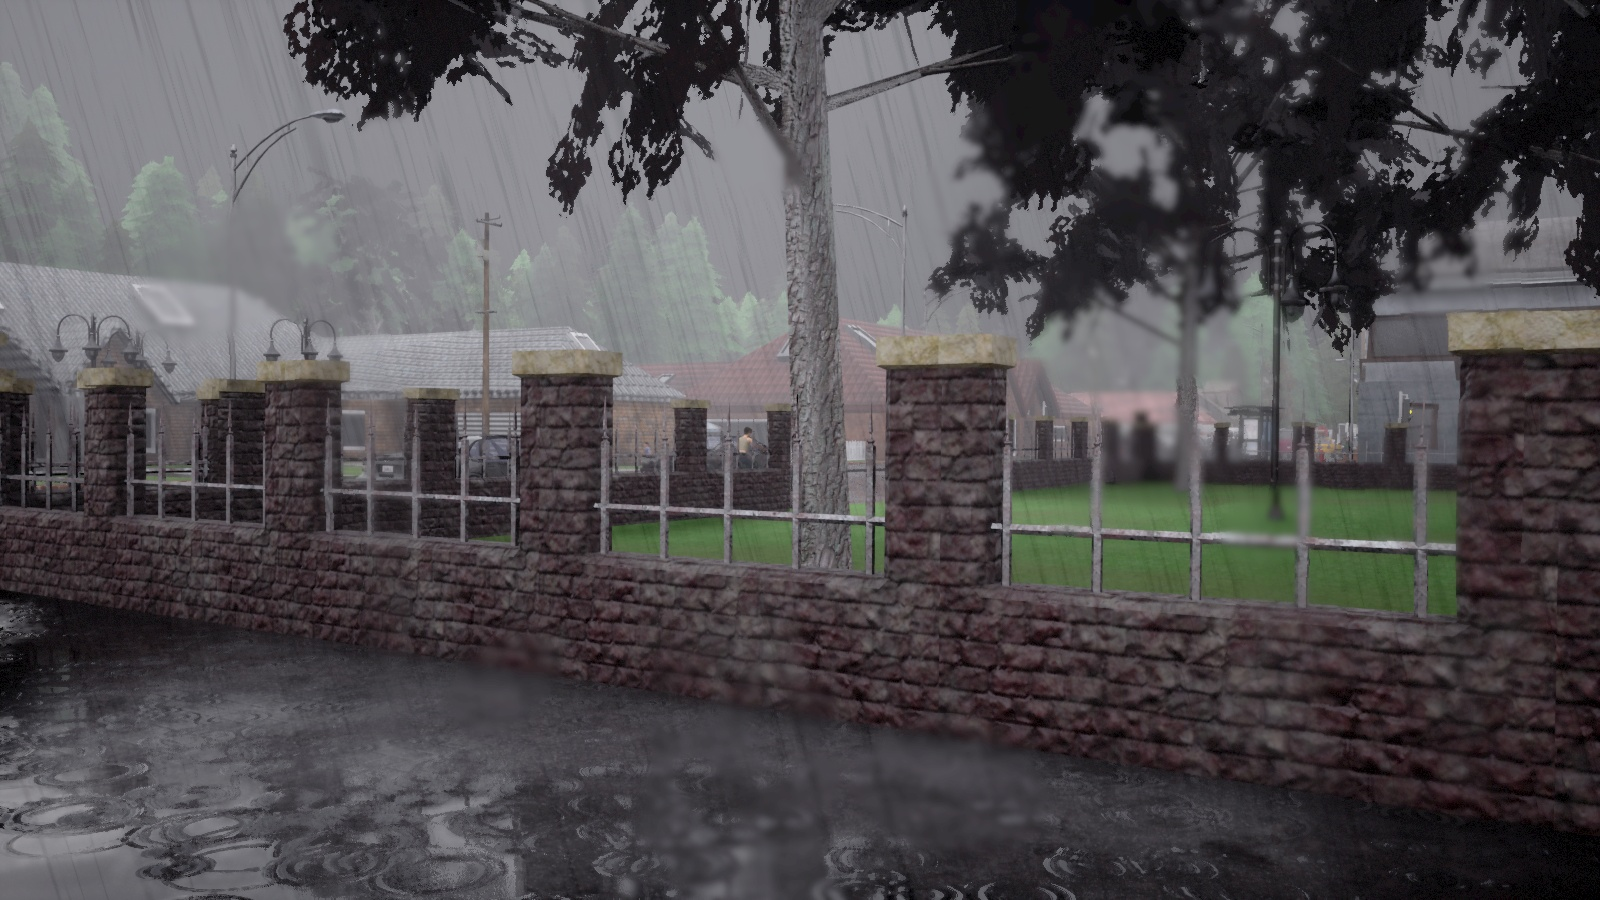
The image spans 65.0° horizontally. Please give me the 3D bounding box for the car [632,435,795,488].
[{"bbox_3d":[-2.476,0.289,37.532,2.033,1.411,5.357,0,1,33],"label":"car"}]

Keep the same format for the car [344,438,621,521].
[{"bbox_3d":[-6.040,0.496,24.689,2.033,1.411,5.357,0,1,32],"label":"car"}]

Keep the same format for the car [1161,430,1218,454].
[{"bbox_3d":[24.409,-0.515,78.576,2.033,1.411,5.357,0,1,33],"label":"car"}]

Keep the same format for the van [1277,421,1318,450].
[{"bbox_3d":[34.197,-1.003,86.217,1.775,1.987,4.442,0,1,33],"label":"van"}]

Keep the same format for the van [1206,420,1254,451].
[{"bbox_3d":[29.658,-0.996,86.589,2.069,2.038,4.480,0,1,33],"label":"van"}]

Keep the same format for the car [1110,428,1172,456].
[{"bbox_3d":[19.229,-0.460,70.638,2.007,1.525,4.514,0,1,34],"label":"car"}]
